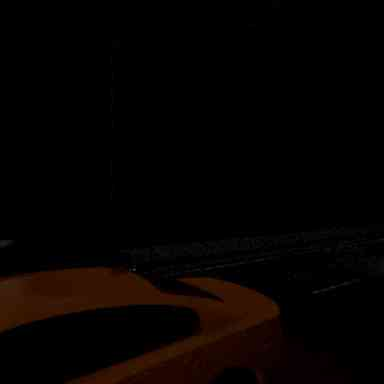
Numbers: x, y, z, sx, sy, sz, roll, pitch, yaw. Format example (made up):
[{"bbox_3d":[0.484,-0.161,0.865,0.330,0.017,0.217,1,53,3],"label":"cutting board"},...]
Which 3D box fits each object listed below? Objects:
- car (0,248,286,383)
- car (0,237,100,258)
[{"bbox_3d":[-1.378,1.479,2.701,5.008,1.535,1.882,0,0,-36],"label":"car"},{"bbox_3d":[-3.137,1.527,5.439,4.674,1.442,1.812,0,0,-36],"label":"car"}]
